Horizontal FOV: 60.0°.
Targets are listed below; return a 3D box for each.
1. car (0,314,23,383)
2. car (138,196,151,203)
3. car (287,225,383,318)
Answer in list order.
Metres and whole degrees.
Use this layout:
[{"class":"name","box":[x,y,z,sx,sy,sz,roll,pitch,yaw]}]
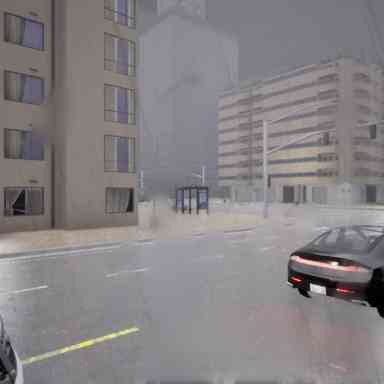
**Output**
[{"class":"car","box":[-3.785,1.222,1.347,5.566,2.045,2.150,0,0,-32]},{"class":"car","box":[-10.743,1.547,67.979,4.902,1.511,2.128,0,0,-40]},{"class":"car","box":[4.096,1.491,7.353,4.902,1.511,2.128,0,0,-39]}]
